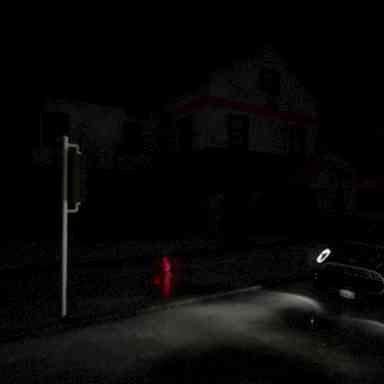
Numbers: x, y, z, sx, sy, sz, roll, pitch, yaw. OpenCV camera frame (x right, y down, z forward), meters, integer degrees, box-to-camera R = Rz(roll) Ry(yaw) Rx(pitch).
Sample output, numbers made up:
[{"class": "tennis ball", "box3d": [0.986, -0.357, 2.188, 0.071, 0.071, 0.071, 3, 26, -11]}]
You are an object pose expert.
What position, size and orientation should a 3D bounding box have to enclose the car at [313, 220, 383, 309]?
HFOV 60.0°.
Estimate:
[{"class": "car", "box3d": [4.938, 1.445, 7.789, 4.553, 1.767, 2.097, 1, 0, -33]}]
